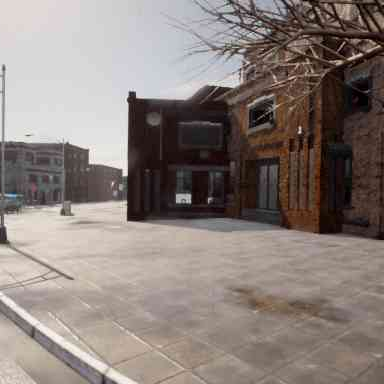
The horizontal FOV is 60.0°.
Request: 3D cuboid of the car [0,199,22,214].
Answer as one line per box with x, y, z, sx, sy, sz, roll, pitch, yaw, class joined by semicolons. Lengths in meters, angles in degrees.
-20.097;1.566;35.704;1.837;1.490;4.892;1;0;-1;car
